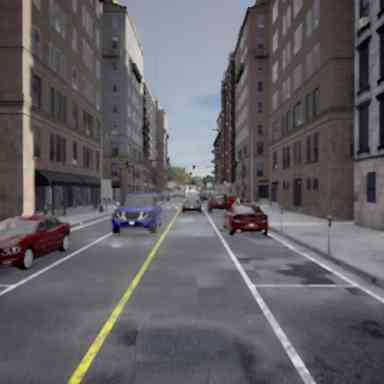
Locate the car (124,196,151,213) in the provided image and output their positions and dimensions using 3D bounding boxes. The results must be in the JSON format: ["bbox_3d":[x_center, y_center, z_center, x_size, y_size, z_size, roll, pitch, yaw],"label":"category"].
[{"bbox_3d":[-5.397,1.195,33.472,1.967,1.590,4.097,0,0,0],"label":"car"}]

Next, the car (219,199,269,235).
[{"bbox_3d":[2.745,1.349,17.787,1.882,1.535,5.008,0,0,0],"label":"car"}]

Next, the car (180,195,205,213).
[{"bbox_3d":[0.014,1.320,33.502,1.994,1.385,4.181,0,0,1],"label":"car"}]

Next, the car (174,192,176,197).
[{"bbox_3d":[-5.437,0.985,77.039,2.008,1.369,4.403,0,0,0],"label":"car"}]

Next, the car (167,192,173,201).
[{"bbox_3d":[-5.438,0.831,66.030,2.192,1.841,5.009,0,0,0],"label":"car"}]

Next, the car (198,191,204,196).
[{"bbox_3d":[2.683,0.872,60.530,2.192,1.841,5.009,0,0,0],"label":"car"}]

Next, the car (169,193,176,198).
[{"bbox_3d":[-5.435,0.857,93.550,1.887,1.381,4.507,0,0,0],"label":"car"}]

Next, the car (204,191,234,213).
[{"bbox_3d":[2.628,1.071,33.474,2.192,1.841,5.009,0,0,0],"label":"car"}]

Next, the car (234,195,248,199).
[{"bbox_3d":[5.785,1.133,44.837,5.008,1.535,1.882,0,0,-12],"label":"car"}]

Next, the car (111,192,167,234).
[{"bbox_3d":[-2.854,1.086,18.516,2.150,2.045,5.566,0,0,0],"label":"car"}]

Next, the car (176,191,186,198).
[{"bbox_3d":[-2.778,0.795,91.992,1.882,1.535,5.008,0,0,0],"label":"car"}]

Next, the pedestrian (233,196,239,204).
[{"bbox_3d":[2.744,1.142,20.789,0.375,1.860,0.375,0,0,0],"label":"pedestrian"}]

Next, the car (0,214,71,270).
[{"bbox_3d":[-5.391,1.466,10.745,1.887,1.381,4.507,0,0,0],"label":"car"}]

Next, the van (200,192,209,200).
[{"bbox_3d":[2.671,0.817,71.537,1.690,1.788,3.998,0,0,0],"label":"van"}]
